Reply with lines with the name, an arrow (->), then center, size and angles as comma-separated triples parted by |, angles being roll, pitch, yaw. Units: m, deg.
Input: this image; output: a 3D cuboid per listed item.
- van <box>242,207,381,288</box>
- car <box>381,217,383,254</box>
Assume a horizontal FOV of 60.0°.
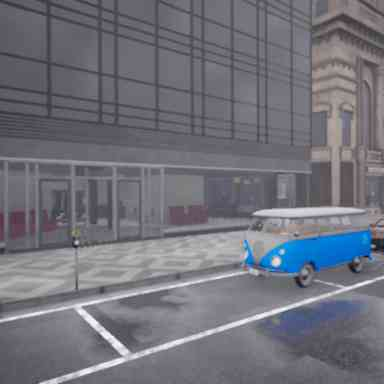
van -> 3.144, 1.317, 8.898 | 3.998, 1.788, 1.690 | 0, 0, -36
car -> 7.705, 1.504, 12.152 | 4.507, 1.381, 1.887 | 0, 0, -36
